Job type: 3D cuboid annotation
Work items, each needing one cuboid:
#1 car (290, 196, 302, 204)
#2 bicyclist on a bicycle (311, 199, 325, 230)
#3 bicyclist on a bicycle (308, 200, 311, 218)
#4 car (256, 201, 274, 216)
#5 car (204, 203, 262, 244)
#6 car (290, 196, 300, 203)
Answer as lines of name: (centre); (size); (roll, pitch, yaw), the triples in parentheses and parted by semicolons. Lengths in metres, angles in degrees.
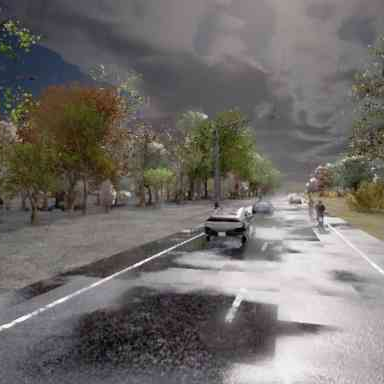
car: (19.131, 1.569, 61.263); (1.994, 1.385, 4.181); (0, 0, 16)
bicyclist on a bicycle: (7.776, 1.371, 20.238); (0.659, 1.776, 1.843); (0, 0, 17)
bicyclist on a bicycle: (10.296, 1.454, 28.674); (0.582, 1.620, 1.656); (0, 0, 17)
car: (7.133, 1.564, 33.342); (1.994, 1.385, 4.181); (0, 0, 17)
car: (1.935, 1.491, 15.940); (2.128, 1.511, 4.902); (0, 0, 17)
car: (21.914, 1.602, 70.934); (1.895, 1.301, 4.718); (0, 0, 17)
